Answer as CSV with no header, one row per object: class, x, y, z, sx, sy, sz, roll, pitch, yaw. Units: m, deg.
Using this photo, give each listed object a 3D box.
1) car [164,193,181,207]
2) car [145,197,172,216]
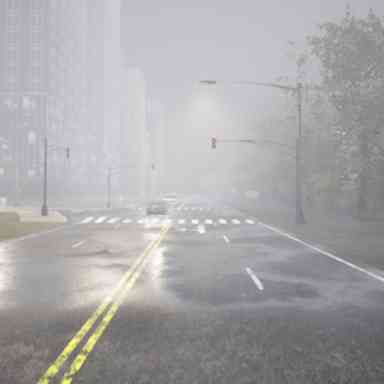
car,-3.237,1.285,50.307,2.150,2.045,5.566,0,2,0
car,-3.235,1.529,31.620,1.837,1.490,4.892,0,-1,0
